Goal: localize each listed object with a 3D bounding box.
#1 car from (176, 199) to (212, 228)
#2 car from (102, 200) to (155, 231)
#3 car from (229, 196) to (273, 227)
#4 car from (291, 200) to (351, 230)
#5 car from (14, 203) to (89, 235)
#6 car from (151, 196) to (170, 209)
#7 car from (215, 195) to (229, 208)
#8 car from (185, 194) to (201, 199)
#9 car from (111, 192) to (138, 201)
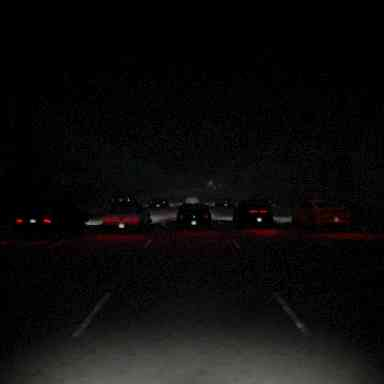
[{"bbox_3d":[0.099,1.297,19.672,1.895,1.301,4.718,0,1,0],"label":"car"},{"bbox_3d":[-3.401,1.318,18.273,1.895,1.301,4.718,0,1,0],"label":"car"},{"bbox_3d":[3.599,1.192,20.212,1.837,1.490,4.892,0,1,0],"label":"car"},{"bbox_3d":[7.099,1.187,18.807,1.882,1.535,5.008,0,0,0],"label":"car"},{"bbox_3d":[-6.900,1.285,16.928,2.033,1.411,5.357,0,1,0],"label":"car"},{"bbox_3d":[-3.435,1.051,35.710,1.895,1.301,4.718,0,1,0],"label":"car"},{"bbox_3d":[3.573,1.029,37.131,1.895,1.301,4.718,0,1,0],"label":"car"},{"bbox_3d":[0.079,0.922,39.169,1.812,1.442,4.674,0,1,0],"label":"car"},{"bbox_3d":[-6.947,0.818,34.645,2.097,1.767,4.553,0,1,0],"label":"car"}]
